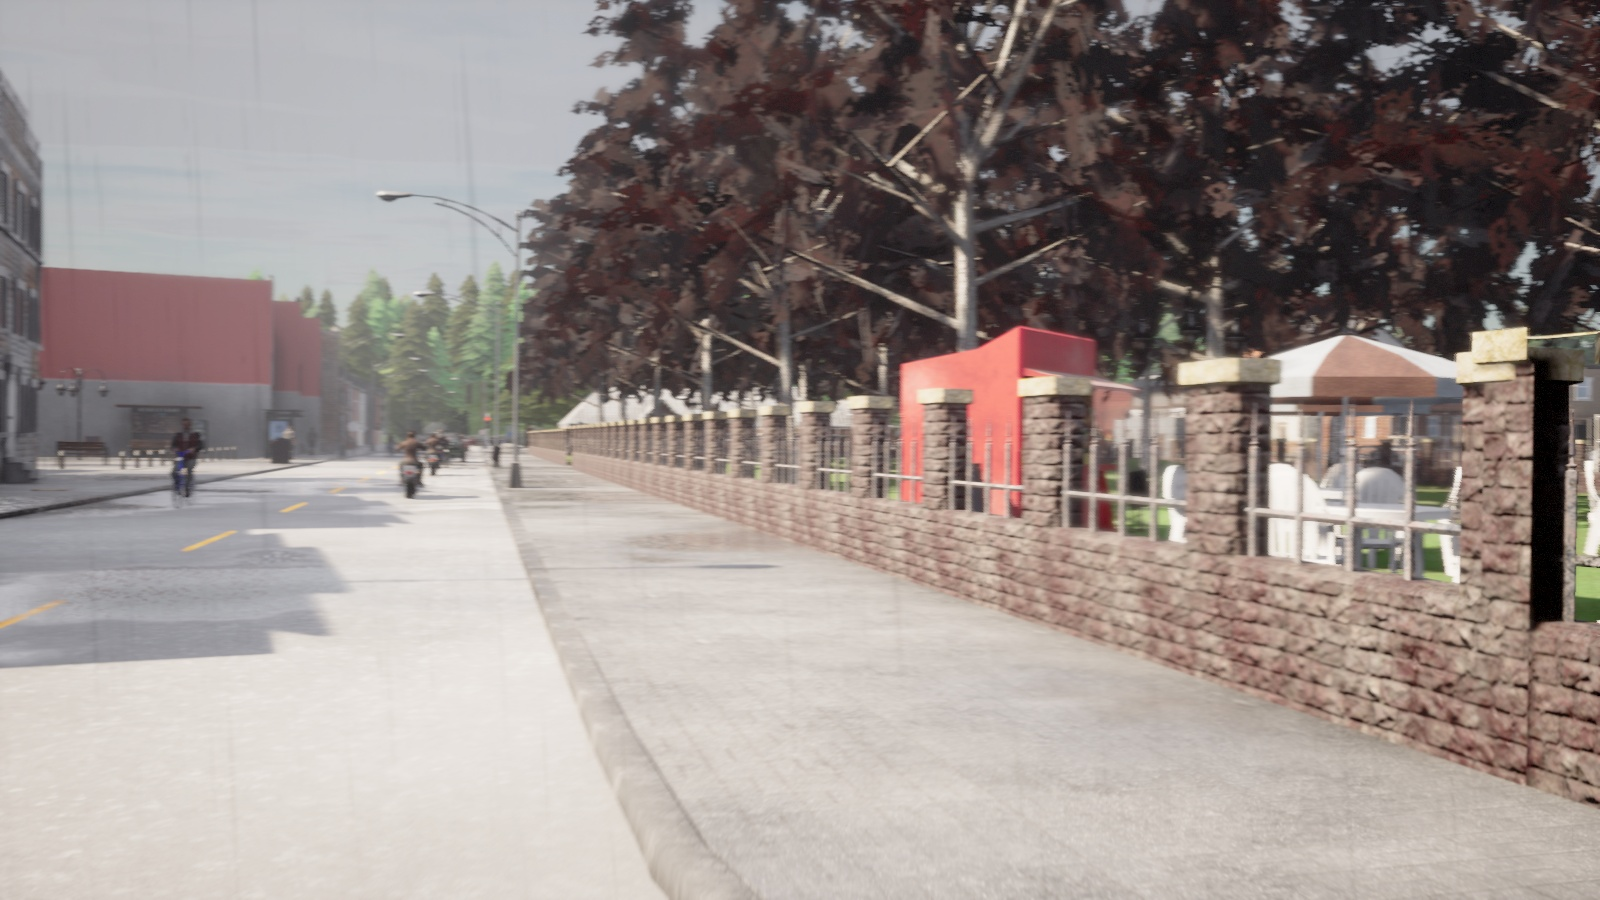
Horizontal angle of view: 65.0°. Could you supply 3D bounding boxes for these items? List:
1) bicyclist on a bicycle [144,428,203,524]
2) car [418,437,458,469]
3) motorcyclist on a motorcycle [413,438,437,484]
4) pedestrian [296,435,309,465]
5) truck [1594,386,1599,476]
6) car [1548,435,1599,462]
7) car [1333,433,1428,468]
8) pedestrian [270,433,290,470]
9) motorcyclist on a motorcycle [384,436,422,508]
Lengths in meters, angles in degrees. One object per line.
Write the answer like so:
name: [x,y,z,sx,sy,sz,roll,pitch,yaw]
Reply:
bicyclist on a bicycle: [-12.048,0.474,24.187,0.659,1.776,1.843,0,0,-15]
car: [-20.521,0.148,71.326,2.097,1.767,4.553,0,0,-15]
motorcyclist on a motorcycle: [-13.986,0.395,46.849,0.766,1.649,2.350,0,0,-15]
pedestrian: [-32.414,-0.031,81.862,0.659,1.952,0.873,0,0,-14]
truck: [33.272,-0.716,45.350,2.891,3.462,7.936,0,0,-15]
car: [48.685,-0.099,76.983,4.856,1.649,2.033,0,0,-15]
car: [28.789,0.002,62.461,2.242,1.667,4.611,0,0,-5]
pedestrian: [-27.274,0.067,65.835,0.659,1.952,0.873,0,0,2]
motorcyclist on a motorcycle: [-9.477,0.500,30.037,0.766,1.649,2.350,0,0,-15]
